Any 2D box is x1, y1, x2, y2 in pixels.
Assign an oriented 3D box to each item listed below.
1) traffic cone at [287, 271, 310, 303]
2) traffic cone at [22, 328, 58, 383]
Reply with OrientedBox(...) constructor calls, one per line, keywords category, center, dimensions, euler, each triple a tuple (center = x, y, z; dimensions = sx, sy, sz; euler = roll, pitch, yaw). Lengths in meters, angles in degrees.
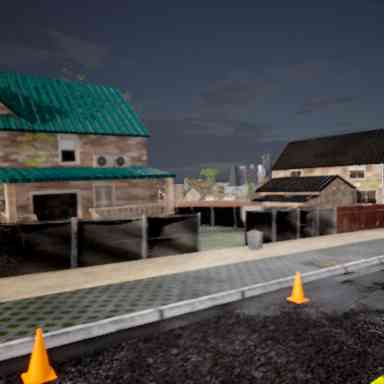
OrientedBox(category="traffic cone", center=(2.221, 1.958, 6.957), dimensions=(0.340, 0.580, 0.340), euler=(0, 0, -36))
OrientedBox(category="traffic cone", center=(-1.856, 1.959, 4.051), dimensions=(0.340, 0.580, 0.340), euler=(0, 0, -36))
